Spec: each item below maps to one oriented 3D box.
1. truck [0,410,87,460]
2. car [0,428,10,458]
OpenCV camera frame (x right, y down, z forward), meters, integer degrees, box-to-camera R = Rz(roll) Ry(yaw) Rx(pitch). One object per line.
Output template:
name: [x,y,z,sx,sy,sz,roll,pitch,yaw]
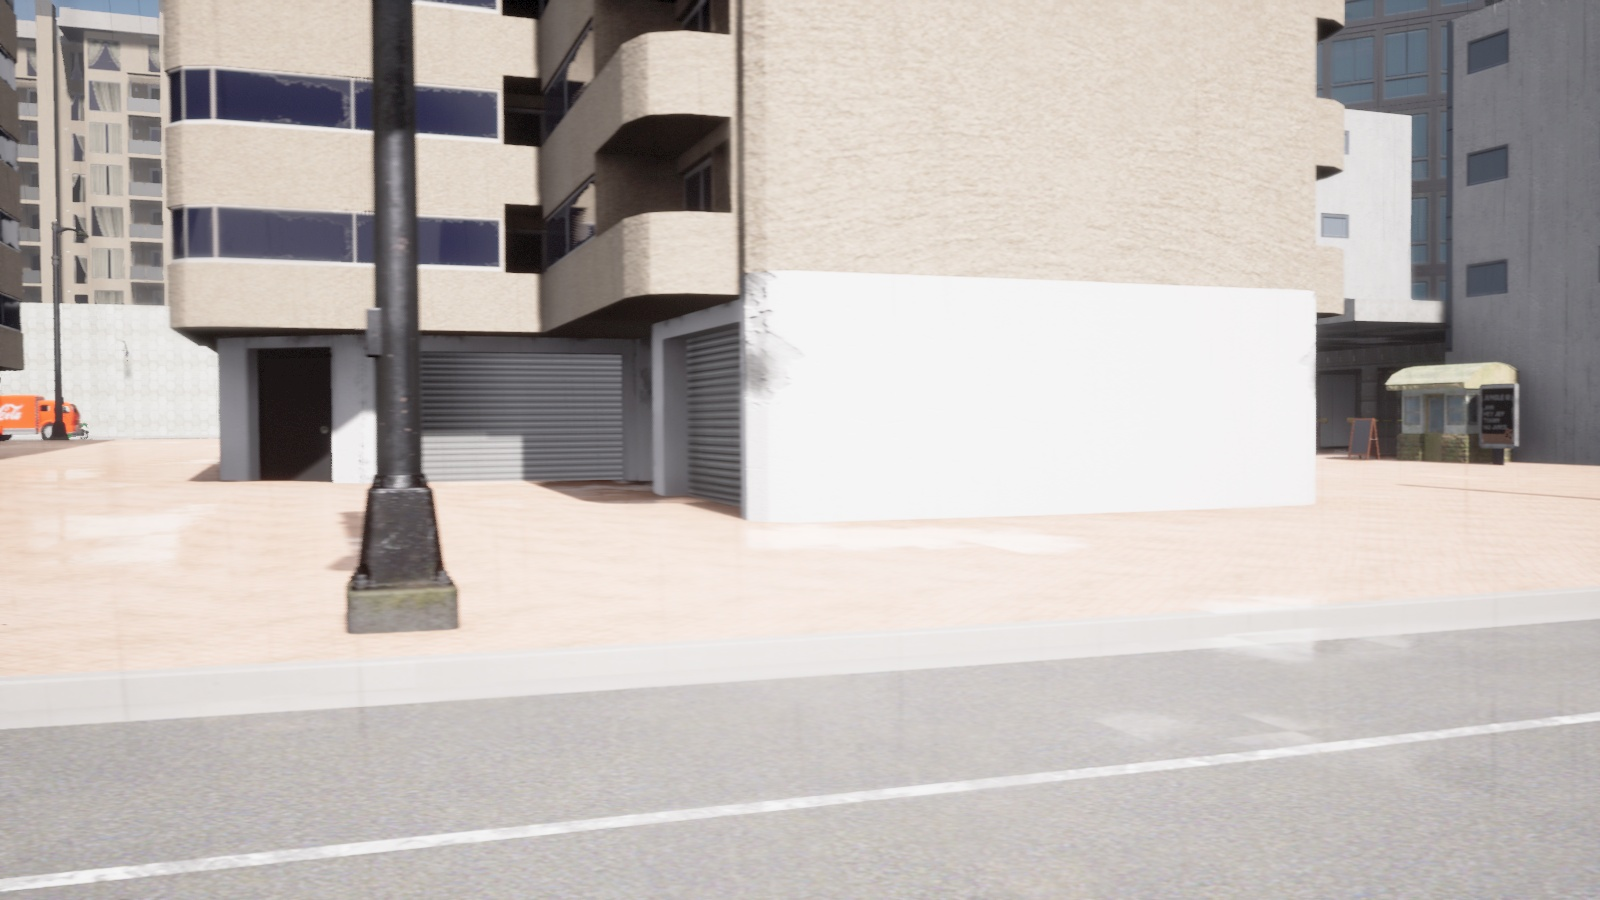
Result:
truck: [-40.816,-0.764,66.102,5.204,2.467,2.627,-2,1,-19]
car: [-49.609,-0.351,74.162,4.553,1.767,2.097,-2,1,-19]
